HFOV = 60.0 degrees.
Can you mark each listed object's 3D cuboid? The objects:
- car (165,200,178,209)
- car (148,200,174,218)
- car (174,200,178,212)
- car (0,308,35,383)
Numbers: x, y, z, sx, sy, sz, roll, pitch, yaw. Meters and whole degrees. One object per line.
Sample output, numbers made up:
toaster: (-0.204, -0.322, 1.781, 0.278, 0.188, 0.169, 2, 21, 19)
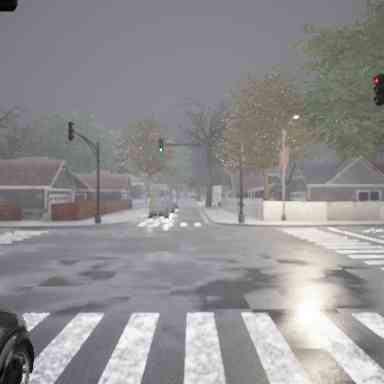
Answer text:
car: (-3.256, 2.012, 53.930, 1.812, 1.442, 4.674, 0, -1, 0)
car: (-3.166, 1.798, 33.216, 1.837, 1.490, 4.892, 0, -1, 0)
car: (-3.212, 1.880, 43.515, 2.128, 1.511, 4.902, 0, -1, 0)
car: (-2.752, 1.582, 2.031, 1.994, 1.385, 4.181, 0, -1, 0)
